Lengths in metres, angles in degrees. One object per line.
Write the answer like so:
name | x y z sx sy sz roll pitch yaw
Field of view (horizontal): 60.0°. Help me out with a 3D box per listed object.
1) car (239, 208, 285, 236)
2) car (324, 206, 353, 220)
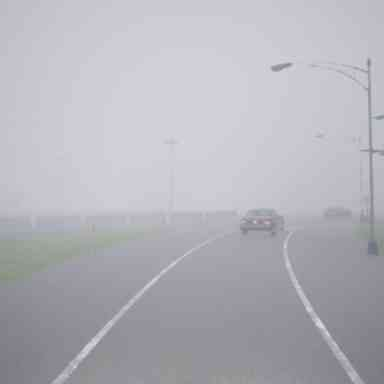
car | 4.161 1.655 19.264 2.033 1.411 5.357 -1 -2 22
car | 16.899 2.362 38.313 2.128 1.511 4.902 -3 -3 45
